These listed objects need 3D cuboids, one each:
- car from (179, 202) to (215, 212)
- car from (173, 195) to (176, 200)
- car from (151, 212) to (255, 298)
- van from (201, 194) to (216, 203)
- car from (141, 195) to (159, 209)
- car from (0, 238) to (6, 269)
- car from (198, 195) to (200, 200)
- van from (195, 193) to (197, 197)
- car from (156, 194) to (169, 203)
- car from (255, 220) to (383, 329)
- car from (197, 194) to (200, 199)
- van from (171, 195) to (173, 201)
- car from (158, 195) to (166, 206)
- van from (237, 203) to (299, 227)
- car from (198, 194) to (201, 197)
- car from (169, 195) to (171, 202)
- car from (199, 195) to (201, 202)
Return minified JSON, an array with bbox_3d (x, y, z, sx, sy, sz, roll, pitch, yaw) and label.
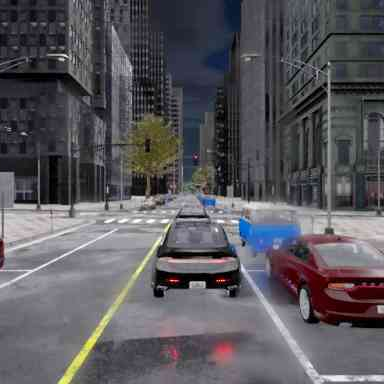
[{"bbox_3d":[0.048,1.495,17.913,2.128,1.511,4.902,0,0,1],"label":"car"},{"bbox_3d":[-5.943,1.635,87.398,1.947,1.339,4.313,0,0,0],"label":"car"},{"bbox_3d":[0.083,1.492,8.527,2.128,1.511,4.902,0,0,0],"label":"car"},{"bbox_3d":[2.660,1.365,50.501,1.690,1.788,3.998,0,0,0],"label":"van"},{"bbox_3d":[-5.860,1.544,44.915,1.752,1.417,4.829,0,0,0],"label":"car"},{"bbox_3d":[-5.791,1.545,6.991,1.887,1.381,4.507,0,0,0],"label":"car"},{"bbox_3d":[2.637,1.579,61.327,1.887,1.381,4.507,0,0,0],"label":"car"},{"bbox_3d":[2.569,1.420,93.807,1.690,1.788,3.998,0,0,0],"label":"van"},{"bbox_3d":[-5.887,1.349,60.954,2.192,1.841,5.009,0,0,0],"label":"car"},{"bbox_3d":[2.764,1.545,6.991,1.887,1.381,4.507,0,0,0],"label":"car"},{"bbox_3d":[2.614,1.598,72.153,2.008,1.369,4.403,0,0,0],"label":"car"},{"bbox_3d":[-5.920,1.395,76.821,1.690,1.788,3.998,0,0,0],"label":"van"},{"bbox_3d":[-5.876,1.573,55.665,1.887,1.381,4.507,0,0,0],"label":"car"},{"bbox_3d":[2.754,1.343,12.516,1.690,1.788,3.998,0,0,0],"label":"van"},{"bbox_3d":[2.625,1.622,66.741,1.802,1.307,4.206,0,0,0],"label":"car"},{"bbox_3d":[-5.899,1.591,66.243,2.008,1.369,4.403,0,0,0],"label":"car"},{"bbox_3d":[2.648,1.595,55.914,1.947,1.339,4.313,0,0,0],"label":"car"}]
